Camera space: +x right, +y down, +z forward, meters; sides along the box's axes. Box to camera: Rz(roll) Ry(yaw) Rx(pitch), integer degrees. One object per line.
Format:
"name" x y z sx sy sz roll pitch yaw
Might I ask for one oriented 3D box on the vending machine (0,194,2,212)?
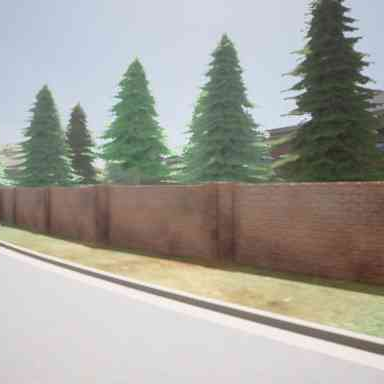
"vending machine" -22.956 1.323 39.005 1.100 2.100 0.880 0 0 -23
